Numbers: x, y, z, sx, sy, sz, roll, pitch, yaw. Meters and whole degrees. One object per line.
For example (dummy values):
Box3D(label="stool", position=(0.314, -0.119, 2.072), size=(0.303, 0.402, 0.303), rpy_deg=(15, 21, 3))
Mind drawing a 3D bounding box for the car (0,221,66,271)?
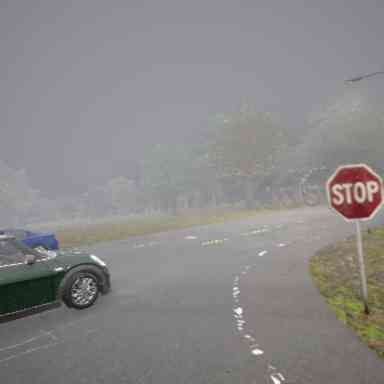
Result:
Box3D(label="car", position=(-7.680, 2.177, 12.630), size=(1.882, 1.535, 5.008), rpy_deg=(-7, -2, 44))

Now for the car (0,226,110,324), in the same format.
Box3D(label="car", position=(-3.929, 1.618, 6.443), size=(2.097, 1.767, 4.553), rpy_deg=(-5, -1, 44))
